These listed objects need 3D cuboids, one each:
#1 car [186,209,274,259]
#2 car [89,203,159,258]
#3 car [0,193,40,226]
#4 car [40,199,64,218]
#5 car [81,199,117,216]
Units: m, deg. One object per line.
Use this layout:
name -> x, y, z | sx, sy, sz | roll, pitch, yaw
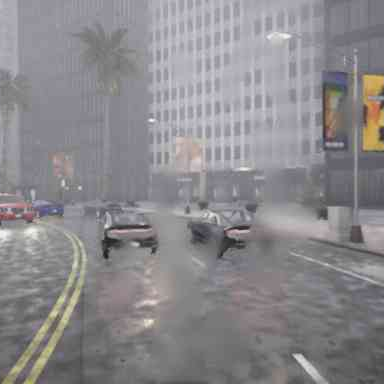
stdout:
car -> 1.173, 1.387, 12.330 | 2.128, 1.511, 4.902 | 0, 0, -17
car -> -2.575, 1.410, 12.566 | 2.128, 1.511, 4.902 | 0, 0, -19
car -> -12.633, 1.128, 22.869 | 2.150, 2.045, 5.566 | 0, 0, -41
car -> -12.596, 1.343, 28.066 | 1.882, 1.535, 5.008 | 0, 0, -45
car -> -7.658, 1.339, 27.894 | 1.837, 1.490, 4.892 | 0, 0, -40
